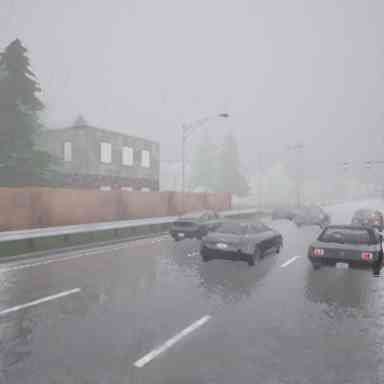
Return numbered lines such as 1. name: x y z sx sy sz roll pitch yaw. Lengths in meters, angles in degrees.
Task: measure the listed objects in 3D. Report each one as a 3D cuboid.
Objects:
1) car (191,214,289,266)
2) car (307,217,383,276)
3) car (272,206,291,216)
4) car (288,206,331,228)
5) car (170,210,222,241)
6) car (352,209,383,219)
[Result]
1. car: 1.966 1.717 12.369 1.994 1.385 4.181 0 -1 30
2. car: 5.242 1.755 11.045 1.895 1.301 4.718 0 -1 30
3. car: 9.013 1.974 31.535 1.994 1.385 4.181 0 -1 30
4. car: 8.929 1.874 24.405 2.033 1.411 5.357 0 -1 30
5. car: 0.725 1.712 17.217 1.837 1.490 4.892 0 0 30
6. car: 11.810 1.864 22.396 2.033 1.411 5.357 0 -1 30
